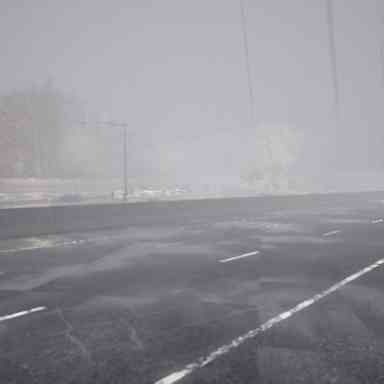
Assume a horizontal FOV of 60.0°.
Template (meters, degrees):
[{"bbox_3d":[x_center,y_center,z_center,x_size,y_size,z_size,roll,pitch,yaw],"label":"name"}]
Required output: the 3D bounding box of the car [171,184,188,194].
[{"bbox_3d":[-2.591,-0.773,72.310,2.150,2.045,5.566,-1,3,24],"label":"car"}]

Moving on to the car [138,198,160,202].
[{"bbox_3d":[-4.435,1.272,32.195,1.895,1.301,4.718,0,1,45],"label":"car"}]

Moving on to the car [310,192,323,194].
[{"bbox_3d":[22.061,0.638,59.018,1.994,1.385,4.181,0,1,45],"label":"car"}]

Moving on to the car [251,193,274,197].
[{"bbox_3d":[9.724,0.840,46.553,2.128,1.511,4.902,0,1,45],"label":"car"}]

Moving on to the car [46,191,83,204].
[{"bbox_3d":[-15.488,0.689,40.615,2.128,1.511,4.902,-1,1,23],"label":"car"}]

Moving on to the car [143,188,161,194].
[{"bbox_3d":[-7.255,0.046,61.508,2.128,1.511,4.902,-1,2,22],"label":"car"}]
